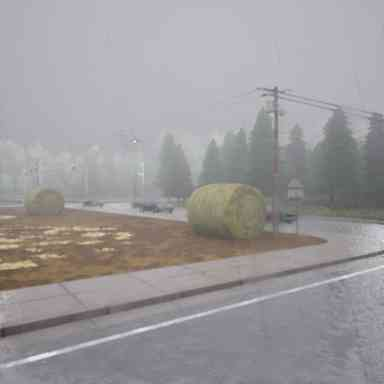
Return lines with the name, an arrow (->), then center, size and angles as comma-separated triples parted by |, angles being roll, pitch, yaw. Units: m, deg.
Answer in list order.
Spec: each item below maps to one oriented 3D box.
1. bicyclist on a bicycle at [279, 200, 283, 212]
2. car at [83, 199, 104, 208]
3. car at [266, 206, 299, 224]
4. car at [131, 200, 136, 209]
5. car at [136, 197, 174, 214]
bicyclist on a bicycle -> 8.574, 1.453, 33.253 | 1.656, 1.620, 0.582 | 0, 0, -38
car -> -15.310, 1.706, 51.604 | 1.994, 1.385, 4.181 | 0, 0, -38
car -> 5.546, 1.720, 25.009 | 1.895, 1.301, 4.718 | 0, 0, -38
car -> -6.687, 1.482, 46.337 | 2.097, 1.767, 4.553 | 0, 0, -38
car -> -3.930, 1.468, 37.028 | 2.097, 1.767, 4.553 | 0, 0, -38
